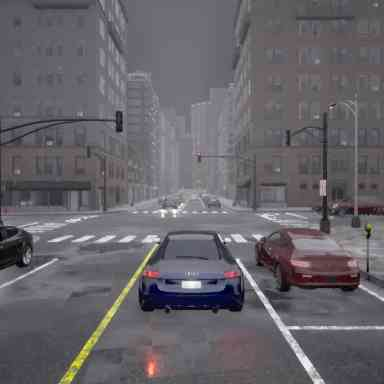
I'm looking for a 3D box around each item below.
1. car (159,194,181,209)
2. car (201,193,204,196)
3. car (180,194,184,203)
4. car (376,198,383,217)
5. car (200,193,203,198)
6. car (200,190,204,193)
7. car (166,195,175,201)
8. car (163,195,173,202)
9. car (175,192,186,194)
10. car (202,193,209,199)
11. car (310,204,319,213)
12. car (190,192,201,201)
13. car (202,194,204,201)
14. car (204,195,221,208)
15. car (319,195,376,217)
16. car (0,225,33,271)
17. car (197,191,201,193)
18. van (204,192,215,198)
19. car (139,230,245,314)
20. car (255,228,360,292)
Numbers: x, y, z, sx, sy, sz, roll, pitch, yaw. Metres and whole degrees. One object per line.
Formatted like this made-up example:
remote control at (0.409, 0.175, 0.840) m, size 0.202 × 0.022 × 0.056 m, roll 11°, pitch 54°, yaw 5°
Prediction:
car at (-2.835, 1.437, 43.830) m, size 1.837 × 1.490 × 4.892 m, roll 0°, pitch 0°, yaw 2°
car at (3.231, 1.425, 68.064) m, size 1.802 × 1.307 × 4.206 m, roll 0°, pitch 0°, yaw 0°
car at (-2.749, 1.428, 53.735) m, size 1.812 × 1.442 × 4.674 m, roll 0°, pitch 0°, yaw 0°
car at (16.938, 1.290, 24.435) m, size 5.357 × 1.411 × 2.033 m, roll -1°, pitch 0°, yaw 0°
car at (3.279, 1.389, 73.620) m, size 1.802 × 1.307 × 4.206 m, roll 0°, pitch 0°, yaw 0°
car at (3.728, 0.938, 86.033) m, size 2.150 × 2.045 × 5.566 m, roll 0°, pitch 0°, yaw 0°
car at (-5.198, 1.349, 79.249) m, size 1.802 × 1.307 × 4.206 m, roll 0°, pitch 0°, yaw 0°
car at (-5.246, 1.357, 73.696) m, size 2.008 × 1.369 × 4.403 m, roll 0°, pitch 0°, yaw 0°
car at (-2.617, 1.355, 64.124) m, size 2.128 × 1.511 × 4.902 m, roll 0°, pitch 0°, yaw 1°
car at (3.821, 1.145, 93.004) m, size 1.882 × 1.535 × 5.008 m, roll 0°, pitch 0°, yaw 0°
car at (13.660, 1.356, 31.144) m, size 4.718 × 1.301 × 1.895 m, roll -1°, pitch 0°, yaw 0°
car at (0.520, 1.319, 74.294) m, size 1.812 × 1.442 × 4.674 m, roll 0°, pitch 0°, yaw 0°
car at (3.132, 1.437, 56.958) m, size 1.887 × 1.381 × 4.507 m, roll 0°, pitch 0°, yaw 0°
car at (3.037, 1.508, 45.855) m, size 1.802 × 1.307 × 4.206 m, roll 0°, pitch 0°, yaw 0°
car at (13.551, 1.125, 27.894) m, size 4.553 × 1.767 × 2.097 m, roll -1°, pitch 0°, yaw 0°
car at (-5.766, 1.564, 8.648) m, size 1.947 × 1.339 × 4.313 m, roll 0°, pitch 0°, yaw 0°
car at (0.606, 1.088, 84.294) m, size 2.128 × 1.511 × 4.902 m, roll 0°, pitch 0°, yaw 0°
van at (3.084, 1.250, 51.406) m, size 1.690 × 1.788 × 3.998 m, roll 0°, pitch 0°, yaw 0°
car at (0.003, 1.562, 7.725) m, size 1.994 × 1.385 × 4.181 m, roll 0°, pitch 0°, yaw 0°
car at (2.760, 1.580, 8.646) m, size 1.802 × 1.307 × 4.206 m, roll 0°, pitch 0°, yaw 0°
